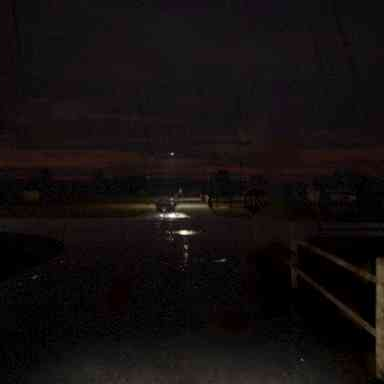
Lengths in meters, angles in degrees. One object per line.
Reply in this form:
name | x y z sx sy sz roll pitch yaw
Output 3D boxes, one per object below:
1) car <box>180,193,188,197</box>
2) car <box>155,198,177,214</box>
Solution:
car | -2.168 1.031 90.579 1.812 1.442 4.674 0 0 0
car | -2.540 1.369 33.223 2.128 1.511 4.902 0 1 0
